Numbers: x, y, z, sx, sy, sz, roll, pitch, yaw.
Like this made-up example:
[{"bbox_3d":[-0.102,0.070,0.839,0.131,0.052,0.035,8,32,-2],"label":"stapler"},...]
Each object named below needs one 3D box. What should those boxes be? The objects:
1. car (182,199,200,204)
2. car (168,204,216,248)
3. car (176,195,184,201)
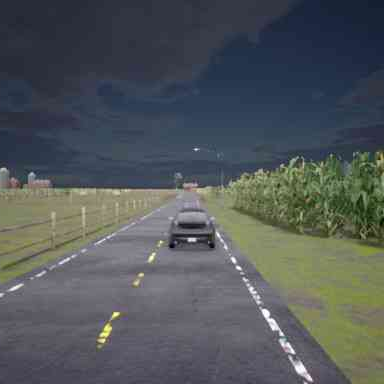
[{"bbox_3d":[0.000,1.596,29.684,1.895,1.301,4.718,0,0,0],"label":"car"},{"bbox_3d":[0.000,1.509,14.653,1.837,1.490,4.892,0,0,0],"label":"car"},{"bbox_3d":[-2.749,1.391,75.934,1.812,1.442,4.674,0,0,0],"label":"car"}]
